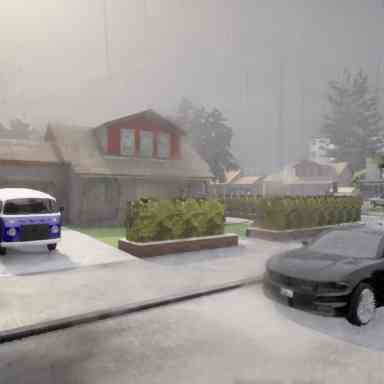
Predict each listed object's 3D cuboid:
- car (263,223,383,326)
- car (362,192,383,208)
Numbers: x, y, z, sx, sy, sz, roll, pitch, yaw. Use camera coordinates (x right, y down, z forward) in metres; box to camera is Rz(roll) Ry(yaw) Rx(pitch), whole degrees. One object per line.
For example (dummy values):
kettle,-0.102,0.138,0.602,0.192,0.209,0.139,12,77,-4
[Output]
car,3.690,1.477,7.242,5.008,1.535,1.882,0,0,-35
car,22.966,0.985,40.708,3.866,1.878,1.905,0,0,-1
